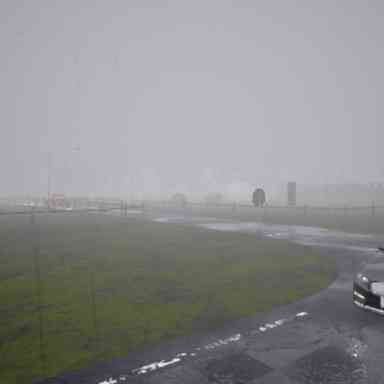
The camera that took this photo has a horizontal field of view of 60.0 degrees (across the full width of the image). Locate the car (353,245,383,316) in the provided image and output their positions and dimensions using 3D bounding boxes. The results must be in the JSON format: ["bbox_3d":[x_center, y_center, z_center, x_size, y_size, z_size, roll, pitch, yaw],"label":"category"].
[{"bbox_3d":[5.128,1.494,6.620,4.902,1.511,2.128,0,0,-36],"label":"car"}]

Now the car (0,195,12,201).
[{"bbox_3d":[-45.211,1.404,80.575,5.008,1.535,1.882,0,-1,45],"label":"car"}]

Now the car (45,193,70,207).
[{"bbox_3d":[-19.843,1.141,48.992,2.150,2.045,5.566,1,-1,-40],"label":"car"}]
